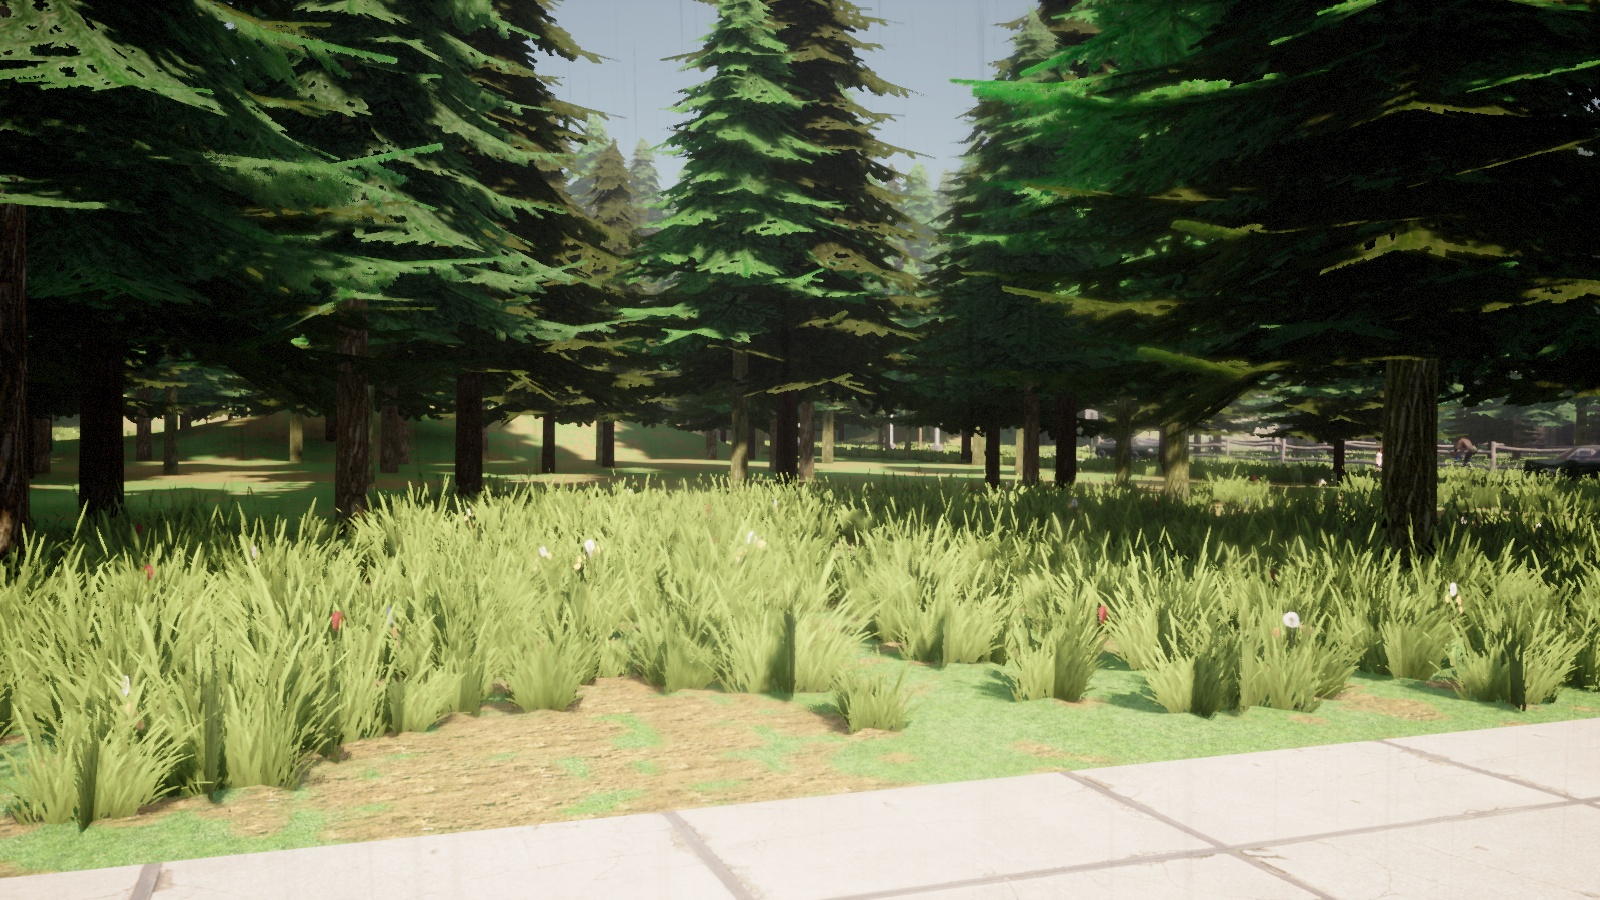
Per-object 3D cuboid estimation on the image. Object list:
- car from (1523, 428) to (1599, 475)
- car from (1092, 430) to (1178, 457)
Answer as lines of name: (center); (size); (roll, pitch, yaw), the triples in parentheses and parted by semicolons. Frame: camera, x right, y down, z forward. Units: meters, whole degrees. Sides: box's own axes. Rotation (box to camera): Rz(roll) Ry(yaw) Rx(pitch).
car: (23.375, 0.033, 35.776); (1.895, 1.301, 4.718); (-1, 1, -20)
car: (16.996, -0.353, 63.984); (1.895, 1.301, 4.718); (-1, 1, -20)
